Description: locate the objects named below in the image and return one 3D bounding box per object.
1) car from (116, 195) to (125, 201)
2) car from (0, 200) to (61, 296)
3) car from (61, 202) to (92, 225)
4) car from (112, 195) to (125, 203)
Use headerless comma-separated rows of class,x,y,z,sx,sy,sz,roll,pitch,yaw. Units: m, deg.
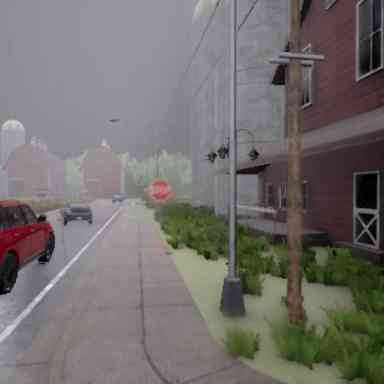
car,-17.106,1.409,79.657,1.895,1.301,4.718,0,0,-10
car,-5.270,1.212,8.628,2.150,2.045,5.566,0,0,-9
car,-8.480,1.458,24.022,1.837,1.490,4.892,1,0,-27
car,-14.839,1.387,66.365,1.812,1.442,4.674,0,0,-9
